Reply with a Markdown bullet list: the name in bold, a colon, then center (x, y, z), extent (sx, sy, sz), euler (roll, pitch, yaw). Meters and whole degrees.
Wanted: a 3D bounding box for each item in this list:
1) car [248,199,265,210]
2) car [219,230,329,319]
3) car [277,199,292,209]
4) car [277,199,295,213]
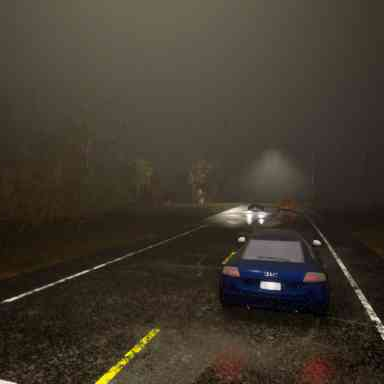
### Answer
- **car**: center (8.210, 1.616, 42.349), extent (1.895, 1.301, 4.718), euler (0, 0, 14)
- **car**: center (1.938, 1.563, 7.569), extent (1.994, 1.385, 4.181), euler (0, 0, 17)
- **car**: center (13.075, 1.628, 47.363), extent (1.895, 1.301, 4.718), euler (0, 0, 13)
- **car**: center (10.630, 1.486, 37.604), extent (1.882, 1.535, 5.008), euler (0, 0, 15)
